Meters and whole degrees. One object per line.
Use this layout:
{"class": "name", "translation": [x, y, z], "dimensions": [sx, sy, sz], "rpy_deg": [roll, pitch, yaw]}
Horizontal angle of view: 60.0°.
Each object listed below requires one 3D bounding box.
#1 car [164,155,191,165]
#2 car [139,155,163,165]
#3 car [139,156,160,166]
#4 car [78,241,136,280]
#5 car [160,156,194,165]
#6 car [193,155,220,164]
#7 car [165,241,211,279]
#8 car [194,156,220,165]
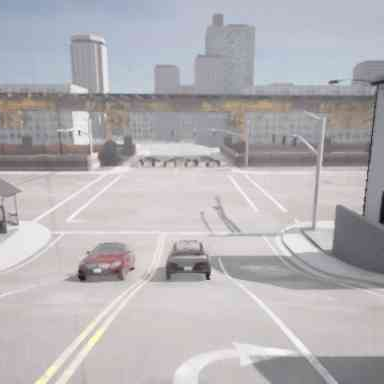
{"class": "car", "translation": [-2.645, -5.758, 59.595], "dimensions": [4.536, 1.218, 1.853], "rpy_deg": [-9, 15, -35]}
{"class": "car", "translation": [-7.333, -5.763, 59.622], "dimensions": [4.536, 1.218, 1.853], "rpy_deg": [11, 16, 43]}
{"class": "car", "translation": [-7.295, -5.601, 59.620], "dimensions": [4.974, 1.542, 2.038], "rpy_deg": [11, 16, 43]}
{"class": "car", "translation": [-3.672, 3.010, 15.135], "dimensions": [1.812, 1.442, 4.674], "rpy_deg": [0, -6, -1]}
{"class": "car", "translation": [-2.687, -5.598, 59.598], "dimensions": [4.974, 1.542, 2.038], "rpy_deg": [-9, 15, -35]}
{"class": "car", "translation": [2.640, -5.913, 60.324], "dimensions": [4.536, 1.218, 1.853], "rpy_deg": [7, 14, 28]}
{"class": "car", "translation": [-0.175, 2.956, 15.058], "dimensions": [2.128, 1.511, 4.902], "rpy_deg": [0, -6, -1]}
{"class": "car", "translation": [2.685, -5.754, 60.332], "dimensions": [4.974, 1.542, 2.038], "rpy_deg": [7, 14, 28]}
